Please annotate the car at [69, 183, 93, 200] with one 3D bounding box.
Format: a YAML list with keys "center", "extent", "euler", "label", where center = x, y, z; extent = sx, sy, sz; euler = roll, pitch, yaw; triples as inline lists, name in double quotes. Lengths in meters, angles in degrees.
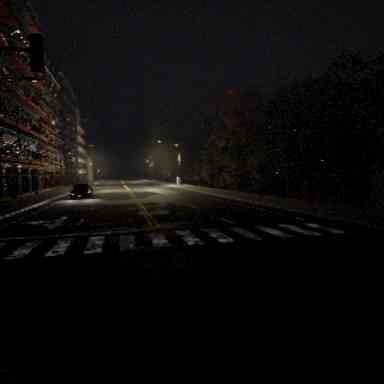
- center: [-10.808, -0.046, 32.671]
  extent: [1.837, 1.490, 4.892]
  euler: [-2, 5, -13]
  label: "car"
